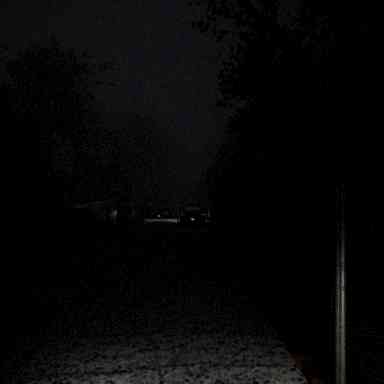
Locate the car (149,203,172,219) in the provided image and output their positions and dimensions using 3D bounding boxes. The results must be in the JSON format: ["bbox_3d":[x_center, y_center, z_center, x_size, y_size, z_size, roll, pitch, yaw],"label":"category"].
[{"bbox_3d":[-2.917,1.781,32.089,2.033,1.411,5.357,0,-1,0],"label":"car"}]

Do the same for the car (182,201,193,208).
[{"bbox_3d":[-0.959,2.739,74.348,1.994,1.385,4.181,0,-2,7],"label":"car"}]

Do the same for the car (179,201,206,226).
[{"bbox_3d":[0.050,1.658,24.498,1.812,1.442,4.674,0,-1,0],"label":"car"}]

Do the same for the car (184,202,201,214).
[{"bbox_3d":[0.046,1.976,42.873,2.033,1.411,5.357,0,-1,1],"label":"car"}]
